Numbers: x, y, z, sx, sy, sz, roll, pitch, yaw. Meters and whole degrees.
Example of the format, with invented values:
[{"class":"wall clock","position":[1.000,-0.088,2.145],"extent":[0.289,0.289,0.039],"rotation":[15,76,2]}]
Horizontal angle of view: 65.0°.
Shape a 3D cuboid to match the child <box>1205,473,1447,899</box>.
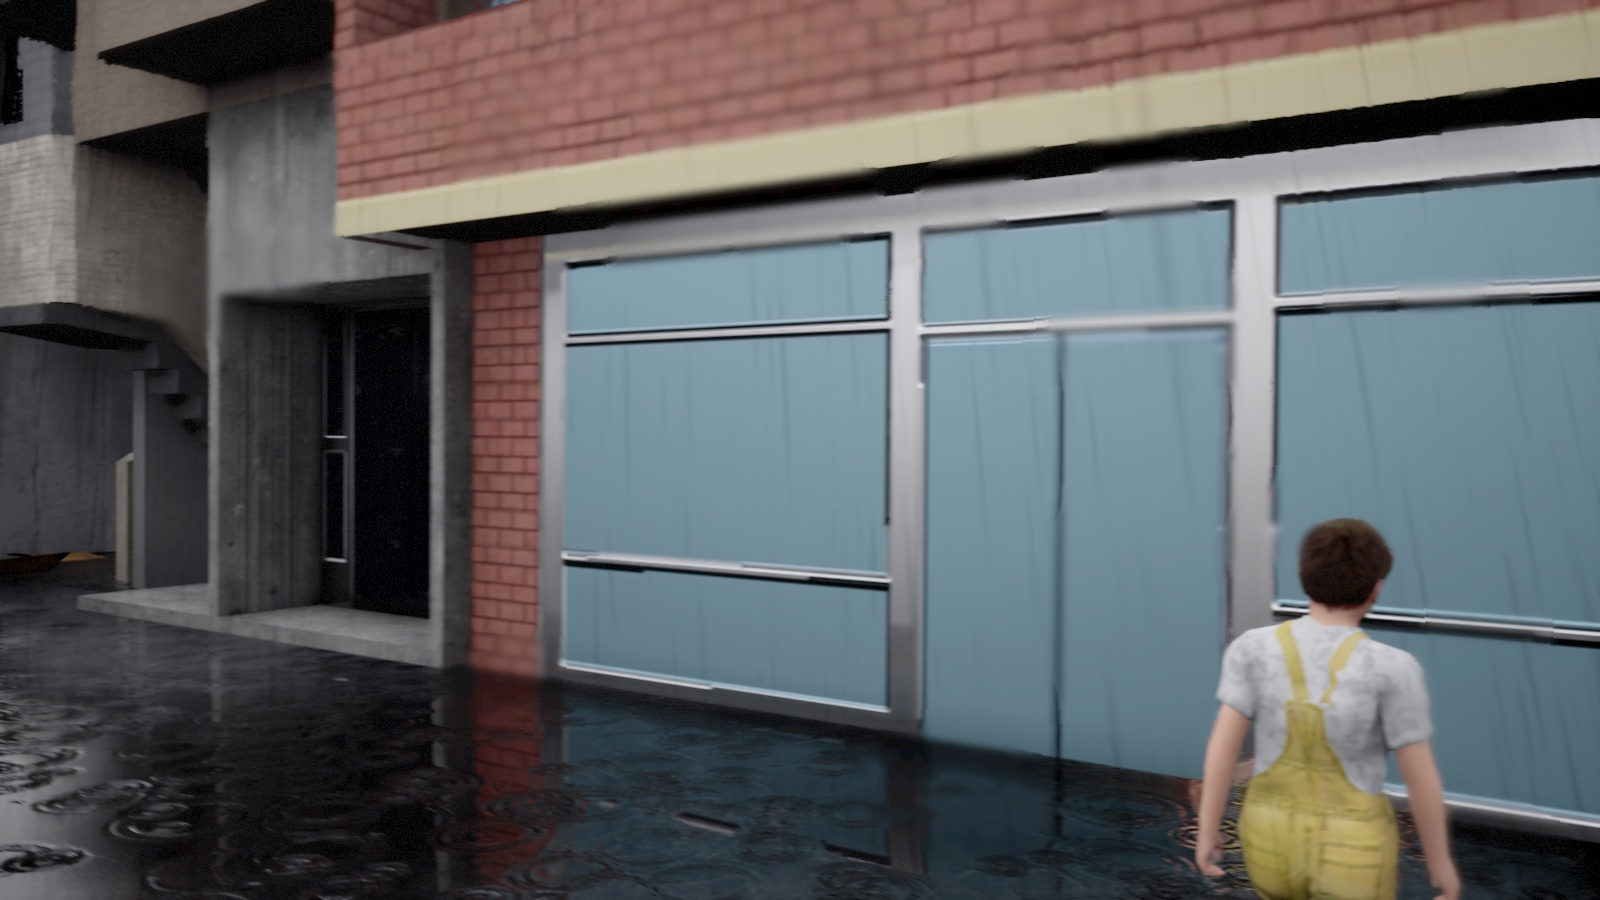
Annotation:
[{"class":"child","position":[0.968,0.682,2.289],"extent":[0.270,1.263,0.437],"rotation":[0,1,43]}]
